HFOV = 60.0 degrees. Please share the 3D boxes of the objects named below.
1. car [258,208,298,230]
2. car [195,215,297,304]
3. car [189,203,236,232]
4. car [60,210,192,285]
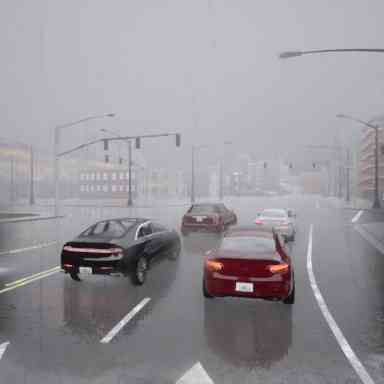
[{"bbox_3d":[4.203,1.526,16.582,1.812,1.442,4.674,0,0,20],"label":"car"},{"bbox_3d":[1.458,1.526,8.150,1.812,1.442,4.674,0,0,13],"label":"car"},{"bbox_3d":[1.057,1.352,18.046,2.097,1.767,4.553,0,0,19],"label":"car"},{"bbox_3d":[-1.724,1.491,9.599,2.128,1.511,4.902,0,0,14],"label":"car"}]
